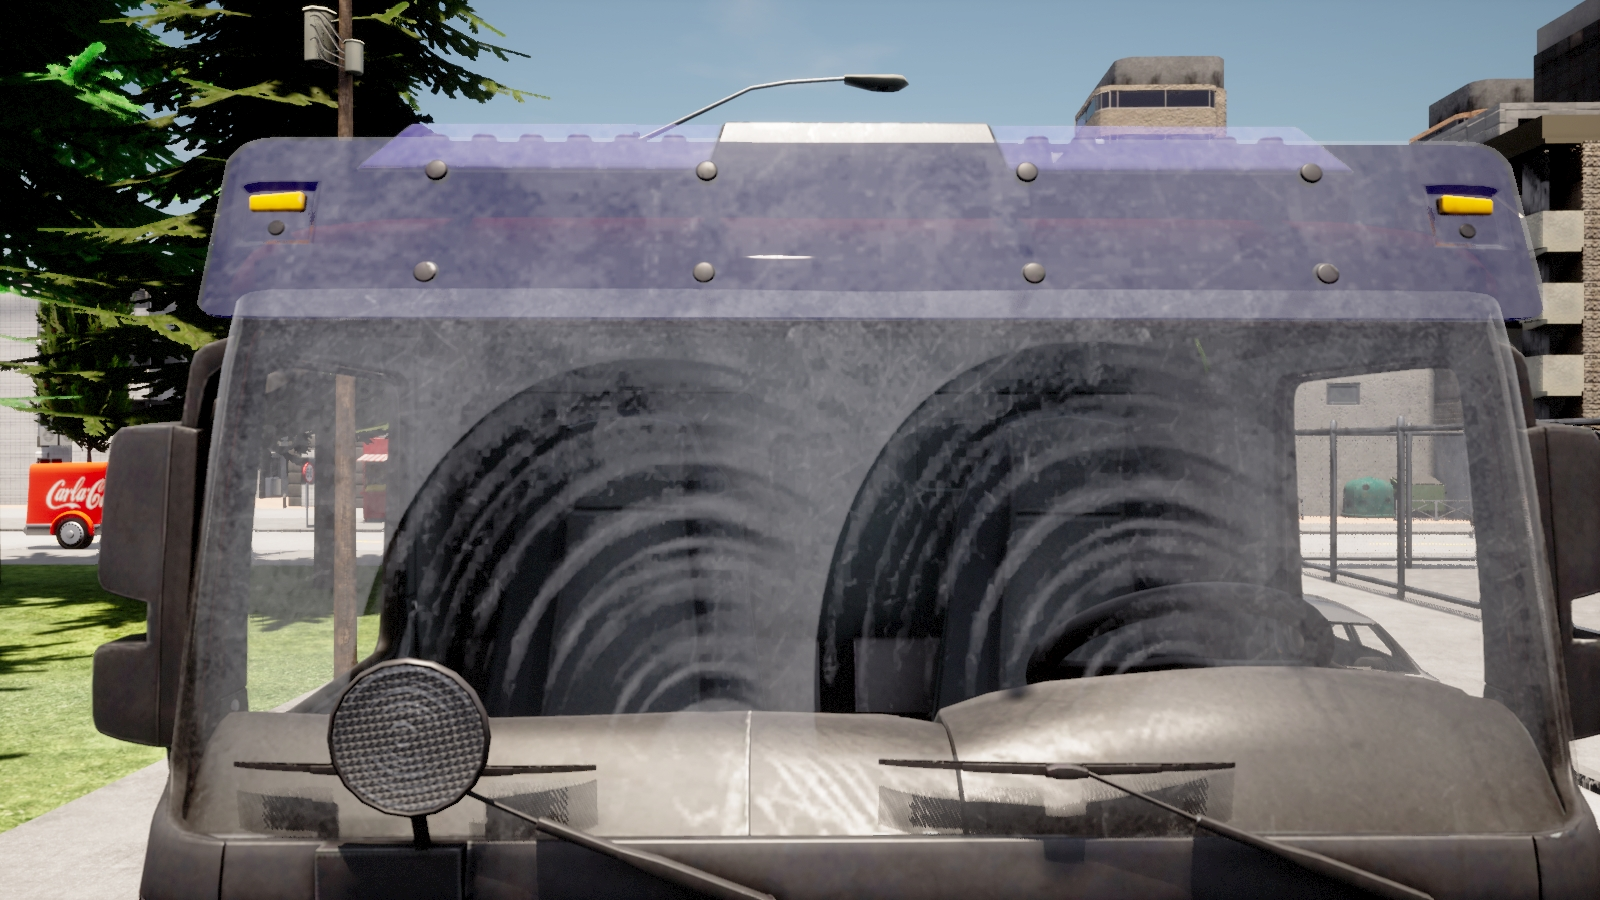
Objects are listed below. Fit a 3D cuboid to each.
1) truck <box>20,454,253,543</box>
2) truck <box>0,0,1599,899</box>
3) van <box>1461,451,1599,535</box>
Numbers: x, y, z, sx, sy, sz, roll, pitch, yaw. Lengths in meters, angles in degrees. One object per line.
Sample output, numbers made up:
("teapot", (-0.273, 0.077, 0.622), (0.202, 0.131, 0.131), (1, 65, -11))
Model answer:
("truck", (-19.011, 1.349, 32.943), (5.204, 2.467, 2.627), (0, 0, 1))
("truck", (0.092, 0.670, 5.580), (2.891, 3.827, 8.468), (0, 0, -1))
("van", (24.242, 1.314, 35.747), (5.915, 2.561, 1.988), (0, 0, 1))
